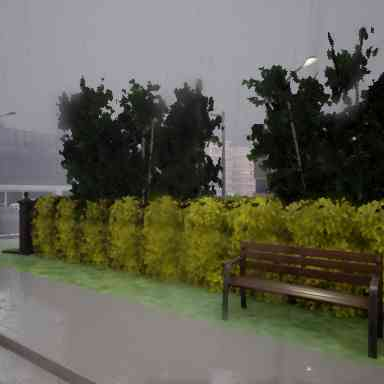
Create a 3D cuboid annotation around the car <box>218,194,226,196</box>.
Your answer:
[{"bbox_3d":[5.854,0.704,72.842,1.812,1.442,4.674,0,0,35],"label":"car"}]

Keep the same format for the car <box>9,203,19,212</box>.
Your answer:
[{"bbox_3d":[-18.543,1.477,38.297,1.812,1.442,4.674,0,0,33],"label":"car"}]

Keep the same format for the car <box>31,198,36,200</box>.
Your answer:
[{"bbox_3d":[-15.821,1.515,36.061,1.994,1.385,4.181,0,0,35],"label":"car"}]
